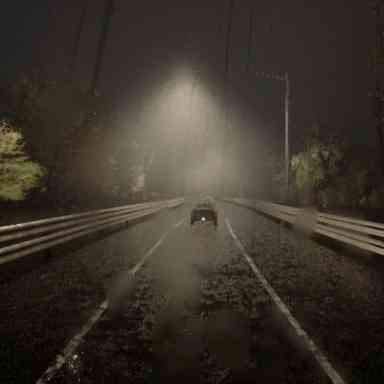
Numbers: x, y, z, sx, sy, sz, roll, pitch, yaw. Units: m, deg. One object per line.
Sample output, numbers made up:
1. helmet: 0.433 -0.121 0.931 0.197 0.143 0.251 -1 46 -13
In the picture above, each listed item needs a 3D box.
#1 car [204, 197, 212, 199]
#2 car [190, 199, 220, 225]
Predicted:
1. car: 2.715 1.584 57.092 1.812 1.442 4.674 1 0 1
2. car: 0.935 1.533 24.467 1.837 1.490 4.892 0 0 4
